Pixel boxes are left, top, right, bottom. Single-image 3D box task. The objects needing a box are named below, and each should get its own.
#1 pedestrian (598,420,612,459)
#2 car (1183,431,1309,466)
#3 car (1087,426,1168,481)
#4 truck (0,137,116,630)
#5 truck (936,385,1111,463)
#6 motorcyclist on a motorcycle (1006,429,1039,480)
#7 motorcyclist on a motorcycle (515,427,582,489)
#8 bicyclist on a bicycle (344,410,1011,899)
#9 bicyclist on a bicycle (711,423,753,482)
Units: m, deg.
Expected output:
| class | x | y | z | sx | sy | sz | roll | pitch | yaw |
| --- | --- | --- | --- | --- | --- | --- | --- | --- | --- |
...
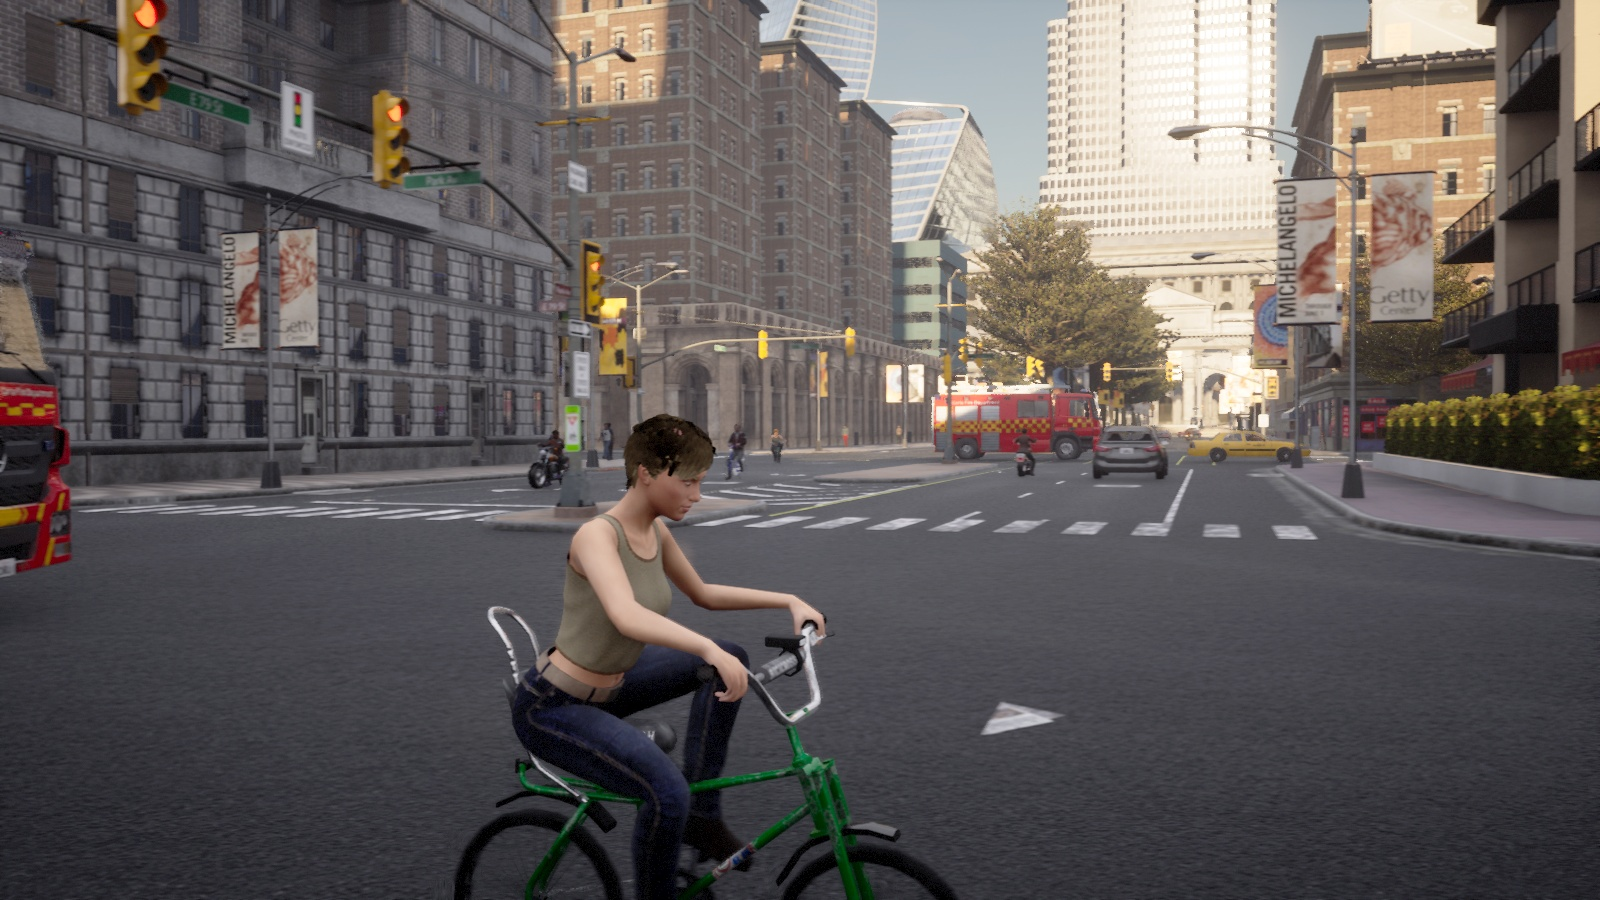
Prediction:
| class | x | y | z | sx | sy | sz | roll | pitch | yaw |
| --- | --- | --- | --- | --- | --- | --- | --- | --- | --- |
| pedestrian | -9.199 | -0.502 | 59.336 | 0.354 | 1.836 | 0.706 | 1 | 1 | 20 |
| car | 20.479 | -0.085 | 57.892 | 5.366 | 1.575 | 1.801 | 1 | 1 | 18 |
| car | 10.654 | 0.060 | 40.653 | 2.242 | 1.667 | 4.611 | 1 | 1 | 18 |
| truck | -10.504 | -0.537 | 9.925 | 8.468 | 3.827 | 2.891 | 0 | 1 | -7 |
| truck | 11.472 | -1.327 | 64.441 | 8.468 | 3.827 | 2.891 | 1 | 1 | 18 |
| motorcyclist on a motorcycle | 7.495 | 0.129 | 42.250 | 0.766 | 1.649 | 2.350 | 1 | 1 | 18 |
| motorcyclist on a motorcycle | -6.975 | 0.190 | 35.006 | 0.766 | 1.649 | 2.350 | 1 | 1 | 18 |
| bicyclist on a bicycle | -0.278 | 0.709 | 3.291 | 1.509 | 1.612 | 0.866 | 1 | 1 | 19 |
| bicyclist on a bicycle | -2.076 | 0.069 | 38.721 | 0.659 | 1.776 | 1.843 | 1 | 1 | 18 |
